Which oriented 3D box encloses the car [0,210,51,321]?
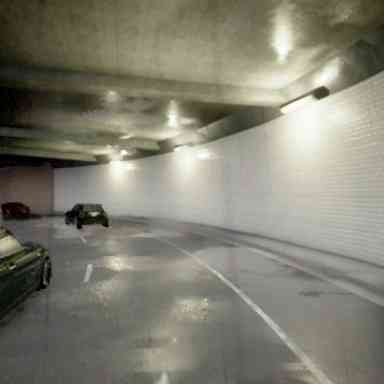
[{"bbox_3d":[-4.263,1.422,6.327,2.097,1.767,4.553,-1,0,-9],"label":"car"}]

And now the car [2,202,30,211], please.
[{"bbox_3d":[-19.222,1.828,35.470,5.008,1.535,1.882,-1,0,37],"label":"car"}]

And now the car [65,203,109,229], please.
[{"bbox_3d":[-7.536,1.539,23.520,2.097,1.767,4.553,0,0,-33],"label":"car"}]
